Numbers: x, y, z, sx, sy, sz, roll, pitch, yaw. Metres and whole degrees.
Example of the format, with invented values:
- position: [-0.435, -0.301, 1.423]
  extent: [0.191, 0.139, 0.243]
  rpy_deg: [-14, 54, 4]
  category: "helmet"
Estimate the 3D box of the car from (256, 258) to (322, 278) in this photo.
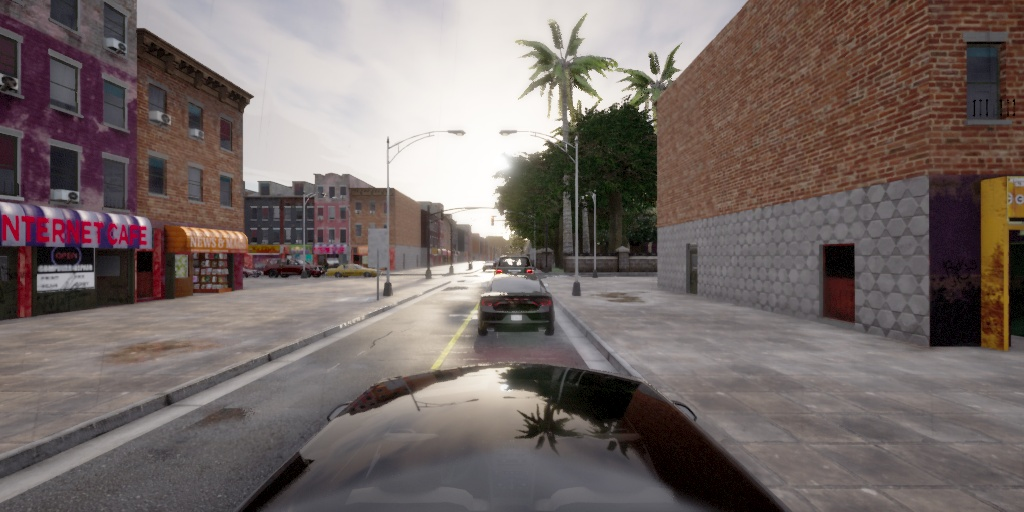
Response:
- position: [-20.062, 1.128, 33.033]
  extent: [5.009, 1.841, 2.192]
  rpy_deg: [0, 0, 0]
  category: "car"

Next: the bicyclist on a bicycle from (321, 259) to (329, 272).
- position: [-20.145, 1.124, 38.679]
  extent: [0.582, 1.620, 1.656]
  rpy_deg: [0, 0, 0]
  category: "bicyclist on a bicycle"

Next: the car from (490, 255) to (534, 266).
- position: [0.102, 0.980, 20.463]
  extent: [2.150, 2.045, 5.566]
  rpy_deg: [0, 0, -1]
  category: "car"

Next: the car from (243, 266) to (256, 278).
- position: [-25.515, 1.409, 33.026]
  extent: [4.207, 1.307, 1.802]
  rpy_deg: [0, 0, 0]
  category: "car"

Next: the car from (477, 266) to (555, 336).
- position: [0.099, 1.230, 10.494]
  extent: [1.882, 1.535, 5.008]
  rpy_deg: [0, 0, 0]
  category: "car"

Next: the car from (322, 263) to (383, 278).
- position: [-14.441, 1.324, 33.040]
  extent: [4.829, 1.417, 1.751]
  rpy_deg: [0, 0, 0]
  category: "car"

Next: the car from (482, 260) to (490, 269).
- position: [-2.859, 1.316, 47.907]
  extent: [1.812, 1.442, 4.674]
  rpy_deg: [0, 0, 0]
  category: "car"
